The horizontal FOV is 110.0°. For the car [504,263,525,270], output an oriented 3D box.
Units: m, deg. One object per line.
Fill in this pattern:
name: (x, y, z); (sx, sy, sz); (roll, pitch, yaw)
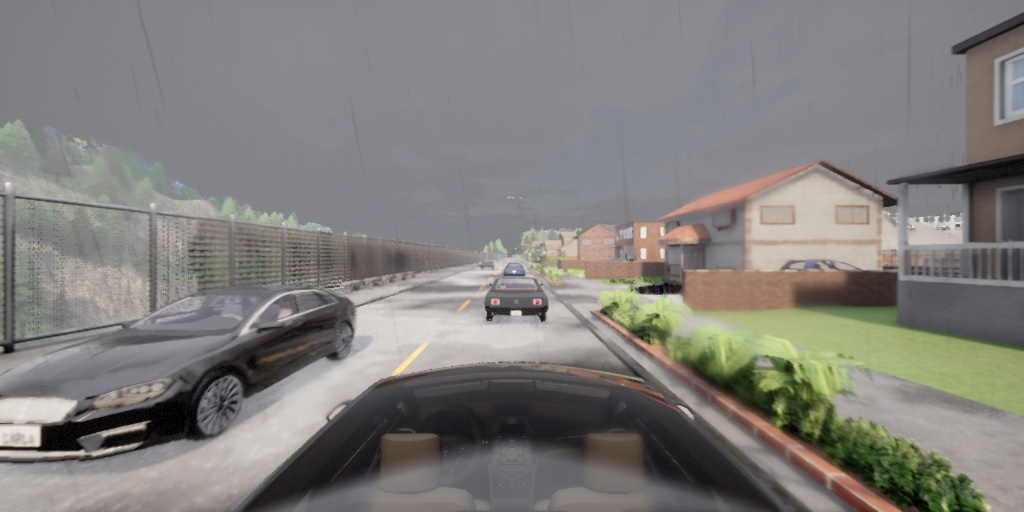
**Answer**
car: (0.205, 1.307, 32.957); (1.994, 1.385, 4.181); (0, 0, 0)

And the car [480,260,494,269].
car: (-3.834, 1.297, 55.868); (1.994, 1.385, 4.181); (0, 0, 1)

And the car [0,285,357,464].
car: (-4.092, 1.235, 5.431); (2.128, 1.511, 4.902); (0, 0, 0)

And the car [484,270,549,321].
car: (0.134, 1.349, 12.496); (1.895, 1.301, 4.718); (0, 0, 0)
